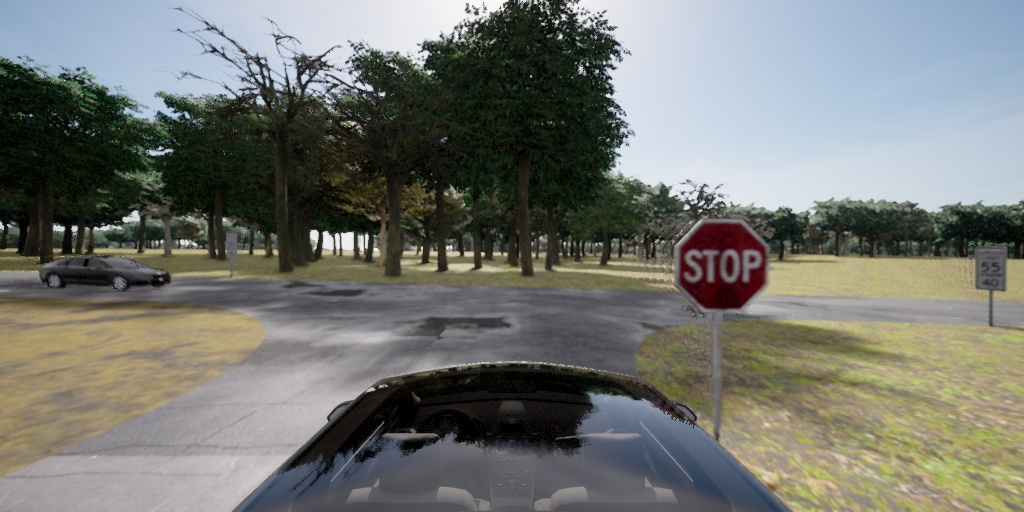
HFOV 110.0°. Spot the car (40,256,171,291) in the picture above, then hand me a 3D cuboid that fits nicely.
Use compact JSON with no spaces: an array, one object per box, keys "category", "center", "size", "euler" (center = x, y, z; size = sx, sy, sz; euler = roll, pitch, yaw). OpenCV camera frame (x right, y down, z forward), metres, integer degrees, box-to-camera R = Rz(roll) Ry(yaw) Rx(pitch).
[{"category":"car","center":[-18.897,0.773,16.805],"size":[4.892,1.490,1.837],"euler":[2,0,0]}]
